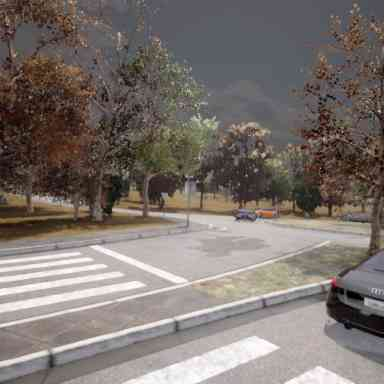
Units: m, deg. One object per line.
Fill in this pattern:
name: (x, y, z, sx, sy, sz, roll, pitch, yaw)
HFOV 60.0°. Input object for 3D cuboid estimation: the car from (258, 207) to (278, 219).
car: (10.809, 3.139, 50.746, 4.553, 1.767, 2.097, 4, -2, -22)

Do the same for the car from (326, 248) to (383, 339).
car: (4.278, 1.589, 5.813, 4.181, 1.385, 1.994, 1, -1, -33)

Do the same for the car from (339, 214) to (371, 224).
car: (25.115, 4.052, 50.801, 4.902, 1.511, 2.128, 3, -2, 7)

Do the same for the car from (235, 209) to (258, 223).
car: (5.687, 2.495, 35.736, 1.994, 1.385, 4.181, 2, -2, 9)
